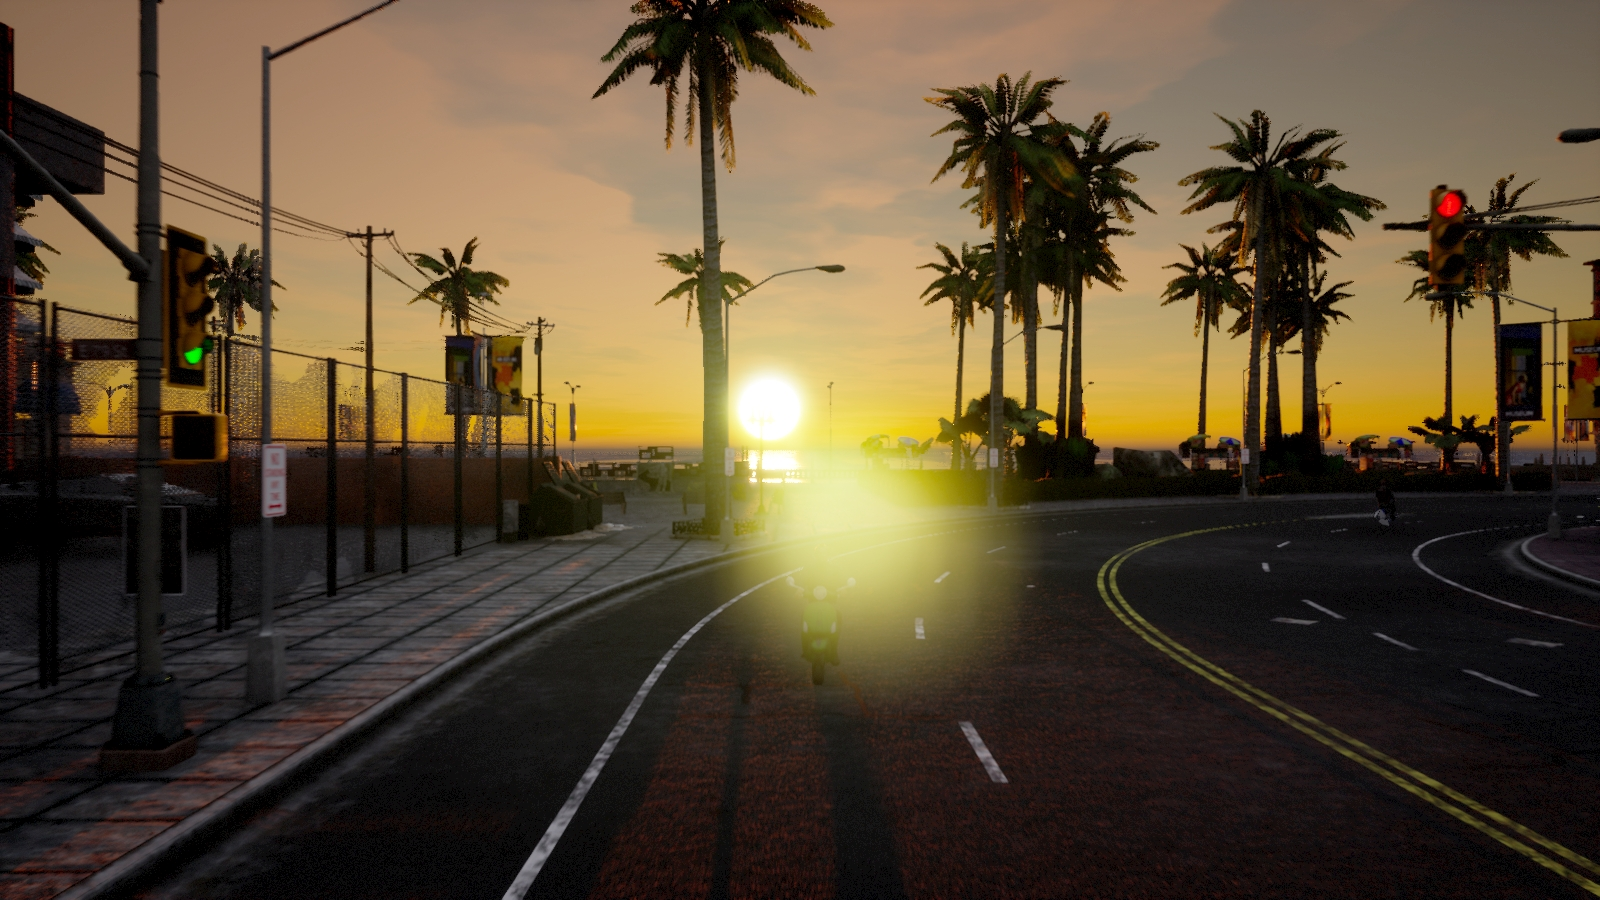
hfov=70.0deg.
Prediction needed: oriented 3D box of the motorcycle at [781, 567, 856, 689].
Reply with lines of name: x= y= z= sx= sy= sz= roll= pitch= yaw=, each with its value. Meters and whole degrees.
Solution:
motorcycle: x=0.261 y=2.182 z=14.303 sx=0.856 sy=1.236 sz=1.805 roll=0 pitch=0 yaw=3
